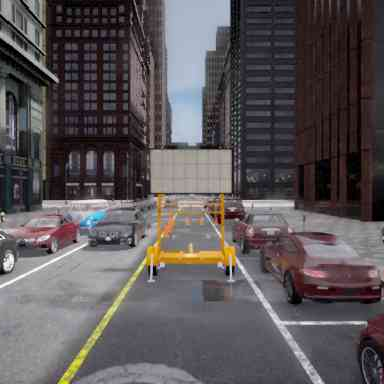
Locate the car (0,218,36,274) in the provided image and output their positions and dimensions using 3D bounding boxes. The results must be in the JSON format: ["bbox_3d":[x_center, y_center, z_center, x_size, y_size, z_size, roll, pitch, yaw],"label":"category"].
[{"bbox_3d":[-5.784,1.551,7.805,2.008,1.369,4.403,0,0,0],"label":"car"}]

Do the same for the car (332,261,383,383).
[{"bbox_3d":[2.755,1.582,2.194,1.802,1.307,4.206,0,0,0],"label":"car"}]

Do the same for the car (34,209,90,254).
[{"bbox_3d":[-5.796,1.583,13.443,1.802,1.307,4.206,0,0,0],"label":"car"}]

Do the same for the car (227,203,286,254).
[{"bbox_3d":[2.728,1.441,13.467,1.967,1.590,4.097,0,0,0],"label":"car"}]

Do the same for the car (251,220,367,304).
[{"bbox_3d":[2.741,1.582,7.831,1.802,1.307,4.206,0,0,0],"label":"car"}]

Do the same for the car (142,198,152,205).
[{"bbox_3d":[-5.848,1.580,35.989,1.947,1.339,4.313,0,0,0],"label":"car"}]

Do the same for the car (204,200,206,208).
[{"bbox_3d":[2.676,1.579,36.011,1.947,1.339,4.313,0,0,0],"label":"car"}]

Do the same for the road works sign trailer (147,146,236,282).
[{"bbox_3d":[-0.023,0.465,9.713,2.380,3.560,2.880,0,0,0],"label":"road works sign trailer"}]

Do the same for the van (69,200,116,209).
[{"bbox_3d":[-5.810,1.344,19.079,1.690,1.788,3.998,0,0,0],"label":"van"}]

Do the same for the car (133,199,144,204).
[{"bbox_3d":[-5.835,1.591,30.352,1.802,1.307,4.206,0,0,0],"label":"car"}]

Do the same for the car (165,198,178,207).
[{"bbox_3d":[-3.116,1.575,50.681,2.033,1.411,5.357,0,0,0],"label":"car"}]

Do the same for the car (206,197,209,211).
[{"bbox_3d":[2.688,1.324,30.375,2.192,1.841,5.009,0,0,0],"label":"car"}]

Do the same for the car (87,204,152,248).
[{"bbox_3d":[-3.134,1.506,14.831,1.837,1.490,4.892,0,0,0],"label":"car"}]

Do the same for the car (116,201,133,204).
[{"bbox_3d":[-5.822,1.531,24.545,1.752,1.417,4.829,0,0,0],"label":"car"}]

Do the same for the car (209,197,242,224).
[{"bbox_3d":[2.701,1.321,24.738,2.192,1.841,5.009,0,0,0],"label":"car"}]

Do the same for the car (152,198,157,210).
[{"bbox_3d":[-5.861,1.585,41.625,1.947,1.339,4.313,0,0,0],"label":"car"}]

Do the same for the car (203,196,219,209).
[{"bbox_3d":[2.650,1.464,47.283,1.967,1.590,4.097,0,0,0],"label":"car"}]
